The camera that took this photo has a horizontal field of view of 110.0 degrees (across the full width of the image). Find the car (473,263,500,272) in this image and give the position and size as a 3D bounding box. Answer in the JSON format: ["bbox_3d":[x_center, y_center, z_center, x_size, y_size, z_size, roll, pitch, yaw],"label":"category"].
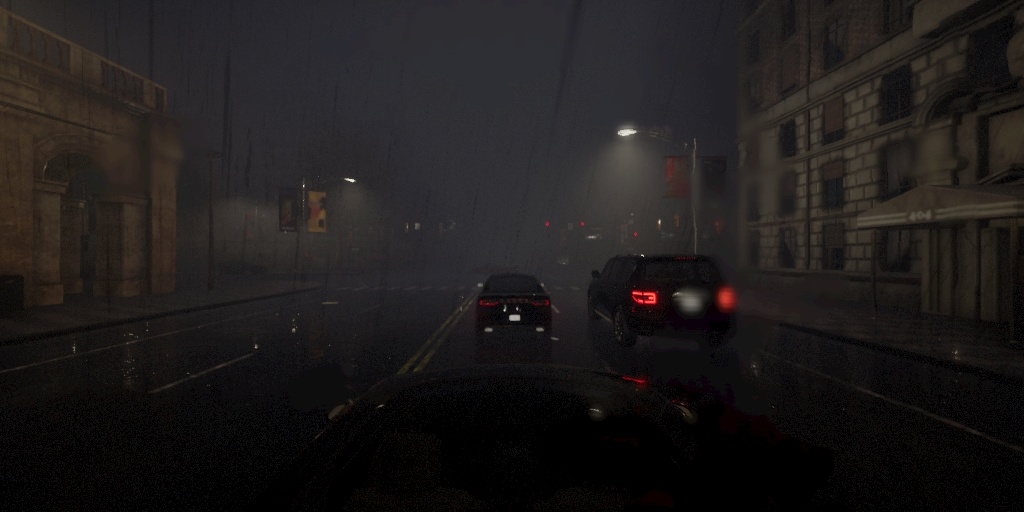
[{"bbox_3d":[-1.432,1.349,35.916,4.718,1.301,1.895,0,0,0],"label":"car"}]

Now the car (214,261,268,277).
[{"bbox_3d":[-27.193,1.226,35.745,5.008,1.535,1.882,0,0,0],"label":"car"}]

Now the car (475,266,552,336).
[{"bbox_3d":[-0.013,1.227,10.474,1.882,1.535,5.008,0,0,-2],"label":"car"}]

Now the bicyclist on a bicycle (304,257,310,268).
[{"bbox_3d":[-31.592,1.048,55.199,0.582,1.620,1.656,0,0,0],"label":"bicyclist on a bicycle"}]

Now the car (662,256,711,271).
[{"bbox_3d":[23.169,0.969,47.767,5.566,2.045,2.150,0,0,0],"label":"car"}]

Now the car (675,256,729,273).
[{"bbox_3d":[23.376,0.969,44.257,5.566,2.045,2.150,0,0,1],"label":"car"}]

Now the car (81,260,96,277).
[{"bbox_3d":[-42.476,1.313,35.650,4.181,1.385,1.994,0,0,0],"label":"car"}]

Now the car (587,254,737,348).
[{"bbox_3d":[3.453,0.971,9.396,2.150,2.045,5.566,0,0,2],"label":"car"}]
